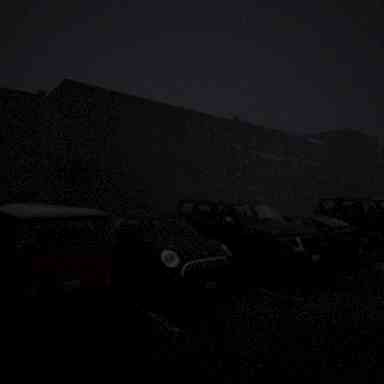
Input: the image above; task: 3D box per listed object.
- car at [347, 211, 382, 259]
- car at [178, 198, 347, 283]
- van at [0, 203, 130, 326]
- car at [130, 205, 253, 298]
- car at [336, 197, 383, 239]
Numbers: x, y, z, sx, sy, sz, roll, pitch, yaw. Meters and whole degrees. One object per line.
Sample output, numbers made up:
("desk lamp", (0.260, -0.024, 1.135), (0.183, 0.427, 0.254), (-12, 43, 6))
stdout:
("car", (3.698, 1.512, 12.013), (2.231, 1.521, 4.892), (0, 0, -35))
("car", (1.426, 1.249, 10.369), (2.435, 2.045, 5.566), (0, 0, -35))
("van", (-3.222, 1.258, 7.234), (1.878, 1.987, 4.442), (0, 0, -35))
("car", (-0.890, 1.365, 8.793), (2.185, 1.767, 4.553), (0, 0, -35))
("car", (8.279, 1.293, 15.244), (2.435, 2.045, 5.566), (0, 0, -35))
